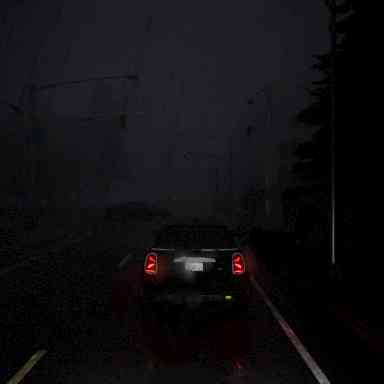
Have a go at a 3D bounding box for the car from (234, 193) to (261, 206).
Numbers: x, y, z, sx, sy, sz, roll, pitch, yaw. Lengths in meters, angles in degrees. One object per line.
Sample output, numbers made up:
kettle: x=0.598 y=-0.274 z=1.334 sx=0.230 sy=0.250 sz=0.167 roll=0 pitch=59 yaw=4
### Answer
car: x=8.504 y=1.146 z=51.272 sx=3.866 sy=1.878 sz=1.905 roll=0 pitch=0 yaw=-1

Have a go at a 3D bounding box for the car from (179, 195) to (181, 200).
car: x=-2.115 y=1.158 z=83.545 sx=2.097 sy=1.767 sz=4.553 roll=0 pitch=0 yaw=-13

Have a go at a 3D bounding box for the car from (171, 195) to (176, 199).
car: x=-4.045 y=1.475 z=52.795 sx=1.837 sy=1.490 sz=4.892 roll=0 pitch=0 yaw=0

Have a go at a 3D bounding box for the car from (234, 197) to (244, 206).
car: x=8.915 y=1.144 z=48.761 sx=4.605 sy=1.855 sz=1.932 roll=0 pitch=0 yaw=-1

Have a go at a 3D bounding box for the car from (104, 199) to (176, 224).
car: x=-3.755 y=1.473 z=23.815 sx=4.902 sy=1.511 sz=2.128 roll=0 pitch=0 yaw=1

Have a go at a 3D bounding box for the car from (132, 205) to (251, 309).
car: x=0.072 y=1.352 z=8.047 sx=2.097 sy=1.767 sz=4.553 roll=0 pitch=0 yaw=1

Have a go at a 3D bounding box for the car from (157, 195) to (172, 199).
car: x=-3.986 y=1.496 z=43.622 sx=1.812 sy=1.442 sz=4.674 roll=0 pitch=0 yaw=0

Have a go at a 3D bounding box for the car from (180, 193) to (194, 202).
car: x=-0.841 y=1.555 z=73.411 sx=1.895 sy=1.301 sz=4.718 roll=0 pitch=0 yaw=-7
